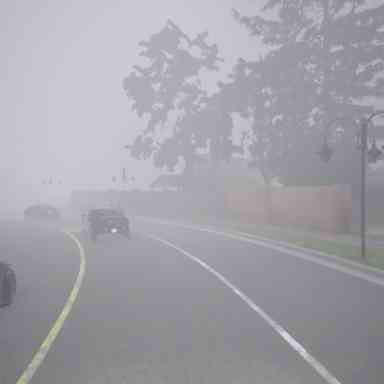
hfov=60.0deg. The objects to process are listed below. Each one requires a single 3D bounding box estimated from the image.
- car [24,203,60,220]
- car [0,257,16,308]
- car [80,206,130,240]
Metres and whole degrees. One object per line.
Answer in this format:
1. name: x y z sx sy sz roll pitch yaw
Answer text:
1. car: -13.178 1.670 29.102 1.994 1.385 4.181 -1 0 -43
2. car: -4.304 1.599 5.066 1.994 1.385 4.181 -1 0 -10
3. car: -4.607 1.529 17.474 1.837 1.490 4.892 0 0 -25
